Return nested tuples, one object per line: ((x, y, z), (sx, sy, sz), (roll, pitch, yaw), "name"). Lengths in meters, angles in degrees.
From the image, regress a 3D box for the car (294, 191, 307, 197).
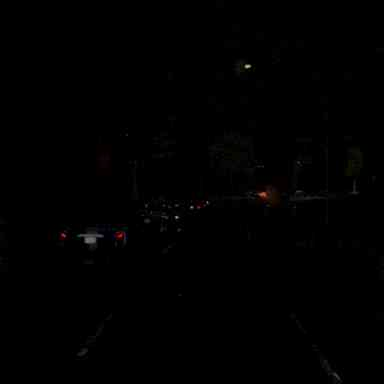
((25.078, 0.396, 76.738), (2.128, 1.511, 4.902), (-1, 1, 37), "car")

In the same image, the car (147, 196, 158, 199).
((-4.258, 1.243, 38.246), (2.128, 1.511, 4.902), (0, 0, 16), "car")

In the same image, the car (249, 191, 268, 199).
((15.025, 0.508, 73.362), (2.097, 1.767, 4.553), (-1, 1, 33), "car")

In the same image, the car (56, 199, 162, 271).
((-2.513, 1.280, 10.872), (2.097, 1.767, 4.553), (0, 0, 4), "car")

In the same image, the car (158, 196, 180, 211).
((-1.630, 1.262, 35.608), (1.837, 1.490, 4.892), (0, 0, 16), "car")

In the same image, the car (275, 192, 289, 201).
((16.476, 0.850, 60.811), (1.837, 1.490, 4.892), (0, 1, 28), "car")

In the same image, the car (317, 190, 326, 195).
((35.021, 0.182, 88.590), (1.994, 1.385, 4.181), (-1, 1, 41), "car")

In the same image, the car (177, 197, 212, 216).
((0.560, 1.332, 30.370), (2.033, 1.411, 5.357), (0, 0, 13), "car")

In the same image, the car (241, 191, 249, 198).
((12.760, 0.601, 75.833), (2.128, 1.511, 4.902), (-1, 1, 33), "car")
